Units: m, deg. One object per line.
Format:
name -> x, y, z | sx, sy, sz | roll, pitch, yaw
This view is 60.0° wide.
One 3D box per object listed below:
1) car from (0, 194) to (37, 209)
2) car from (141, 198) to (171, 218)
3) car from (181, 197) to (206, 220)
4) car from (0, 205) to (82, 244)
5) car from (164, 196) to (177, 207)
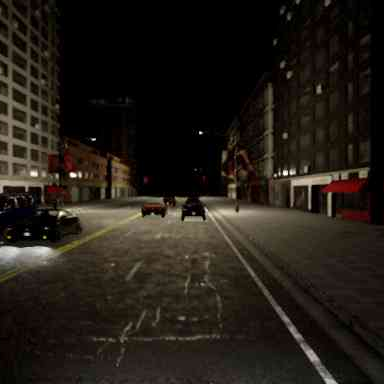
car -> -9.837, 1.134, 16.812 | 2.150, 2.045, 5.566 | 0, 0, 0
car -> -3.133, 1.453, 28.694 | 1.895, 1.301, 4.718 | 0, 0, 0
car -> 0.115, 1.389, 26.506 | 1.812, 1.442, 4.674 | 0, 0, 0
car -> -6.587, 1.484, 15.251 | 1.994, 1.385, 4.181 | 0, 0, 0
car -> -3.123, 1.291, 45.789 | 1.812, 1.442, 4.674 | 0, 0, 0
